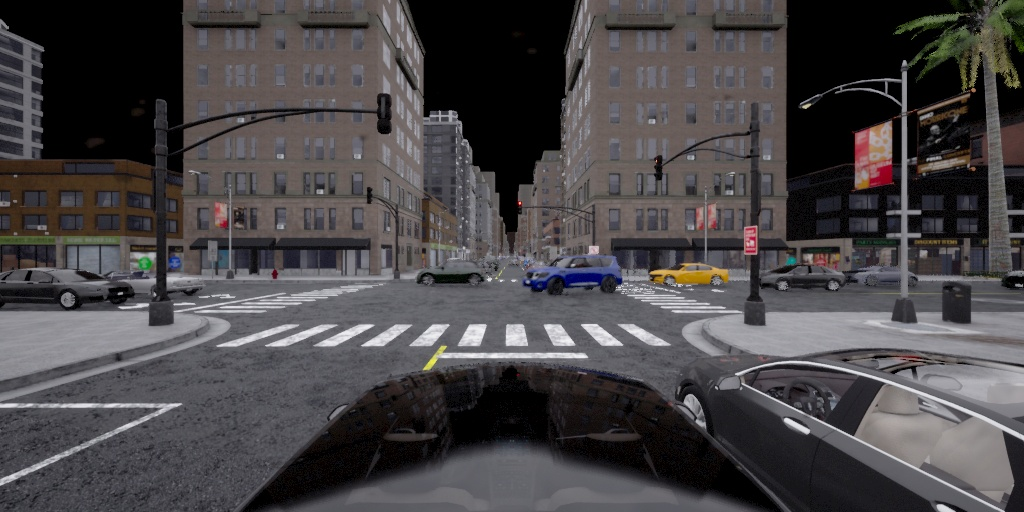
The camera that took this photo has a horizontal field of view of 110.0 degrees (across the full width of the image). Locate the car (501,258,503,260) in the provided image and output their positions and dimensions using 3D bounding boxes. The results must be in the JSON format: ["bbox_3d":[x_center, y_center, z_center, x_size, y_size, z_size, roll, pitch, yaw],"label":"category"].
[{"bbox_3d":[-2.873,1.354,57.552,1.895,1.301,4.718,0,0,0],"label":"car"}]

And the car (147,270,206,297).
[{"bbox_3d":[-17.906,1.324,17.438,4.718,1.301,1.895,0,0,0],"label":"car"}]

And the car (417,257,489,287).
[{"bbox_3d":[-4.057,1.102,24.219,4.553,1.767,2.097,0,0,0],"label":"car"}]

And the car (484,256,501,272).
[{"bbox_3d":[-2.925,0.975,47.163,2.150,2.045,5.566,0,0,0],"label":"car"}]

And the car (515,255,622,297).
[{"bbox_3d":[3.288,0.979,19.175,5.566,2.045,2.150,0,-1,-25],"label":"car"}]

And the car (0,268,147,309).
[{"bbox_3d":[-17.945,1.232,14.189,4.892,1.490,1.837,0,0,0],"label":"car"}]

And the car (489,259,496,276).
[{"bbox_3d":[-2.970,1.316,36.657,1.994,1.385,4.181,0,0,0],"label":"car"}]

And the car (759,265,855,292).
[{"bbox_3d":[16.699,1.278,21.086,4.892,1.490,1.837,0,0,0],"label":"car"}]

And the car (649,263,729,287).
[{"bbox_3d":[11.928,1.239,24.321,5.008,1.535,1.882,0,0,0],"label":"car"}]

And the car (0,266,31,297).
[{"bbox_3d":[-26.893,1.236,17.389,4.674,1.442,1.812,0,0,0],"label":"car"}]

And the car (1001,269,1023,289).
[{"bbox_3d":[32.178,1.154,21.167,4.553,1.767,2.097,0,0,0],"label":"car"}]

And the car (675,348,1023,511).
[{"bbox_3d":[2.668,1.300,2.334,2.007,1.370,4.403,0,0,0],"label":"car"}]

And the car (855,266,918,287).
[{"bbox_3d":[24.718,1.347,24.379,4.181,1.385,1.994,0,0,0],"label":"car"}]
